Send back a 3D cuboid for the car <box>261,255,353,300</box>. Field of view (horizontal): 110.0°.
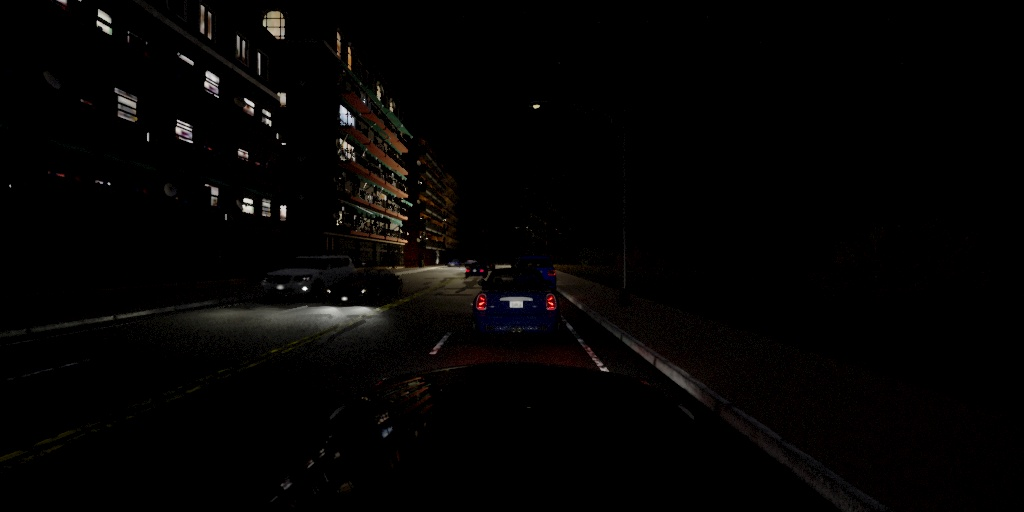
[{"bbox_3d":[-9.849,0.973,17.998,2.150,2.045,5.566,0,0,0],"label":"car"}]

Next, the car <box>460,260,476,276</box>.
[{"bbox_3d":[-3.154,1.299,32.901,2.033,1.411,5.357,0,0,0],"label":"car"}]

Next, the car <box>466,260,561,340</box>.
[{"bbox_3d":[0.097,1.103,10.161,2.097,1.767,4.553,0,0,0],"label":"car"}]

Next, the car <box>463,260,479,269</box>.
[{"bbox_3d":[-6.585,1.351,57.941,1.895,1.301,4.718,0,0,0],"label":"car"}]

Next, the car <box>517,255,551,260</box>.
[{"bbox_3d":[1.136,0.977,19.736,2.150,2.045,5.566,0,0,0],"label":"car"}]

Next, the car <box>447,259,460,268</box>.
[{"bbox_3d":[-9.819,1.275,61.250,1.812,1.442,4.674,0,0,0],"label":"car"}]

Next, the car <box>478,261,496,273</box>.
[{"bbox_3d":[-3.144,1.315,45.607,1.994,1.385,4.181,0,0,0],"label":"car"}]

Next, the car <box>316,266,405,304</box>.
[{"bbox_3d":[-6.601,1.299,16.794,2.033,1.411,5.357,0,0,0],"label":"car"}]
